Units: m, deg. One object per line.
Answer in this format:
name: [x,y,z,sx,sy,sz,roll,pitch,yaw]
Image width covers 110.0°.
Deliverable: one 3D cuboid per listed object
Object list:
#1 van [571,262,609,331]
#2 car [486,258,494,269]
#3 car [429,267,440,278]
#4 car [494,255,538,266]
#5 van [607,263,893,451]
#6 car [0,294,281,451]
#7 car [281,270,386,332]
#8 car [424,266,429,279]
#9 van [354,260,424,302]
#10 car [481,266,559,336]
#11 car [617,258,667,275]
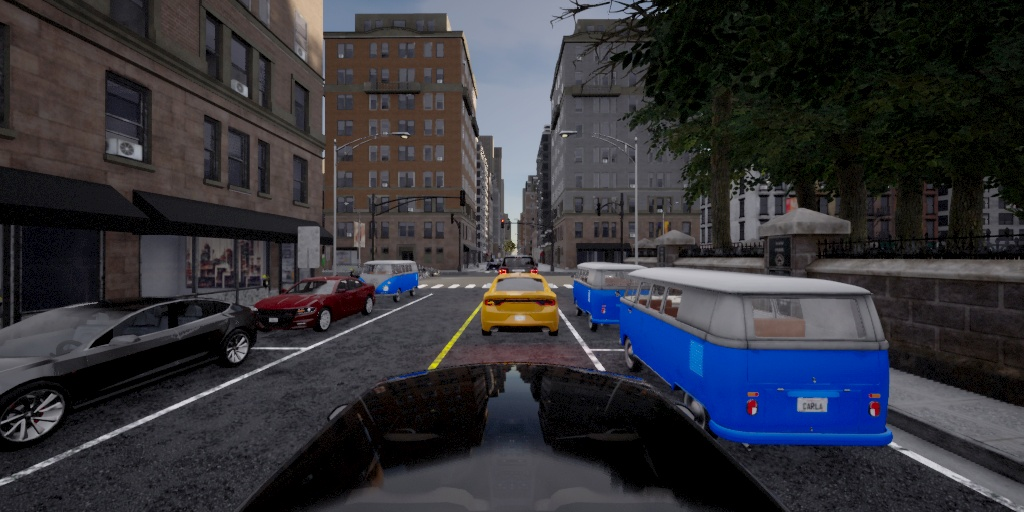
van: [2.831,1.089,10.705,1.690,1.789,3.998,0,0,1]
car: [-2.295,1.085,49.659,2.097,1.767,4.553,0,0,2]
car: [-8.912,1.245,31.862,4.892,1.490,1.837,0,0,0]
car: [0.334,0.965,20.409,2.150,2.045,5.566,0,0,0]
van: [2.716,1.090,5.049,1.690,1.789,3.998,0,0,1]
car: [-5.807,1.315,5.209,1.948,1.339,4.313,0,0,1]
car: [-5.693,1.294,10.868,1.888,1.381,4.507,0,0,1]
car: [-9.676,1.274,28.090,5.357,1.411,2.033,0,0,7]
van: [-5.579,1.087,16.527,1.690,1.789,3.998,0,0,1]
car: [0.227,1.226,10.453,1.882,1.535,5.008,0,0,1]
car: [13.863,1.093,38.411,4.553,1.767,2.097,0,0,0]
